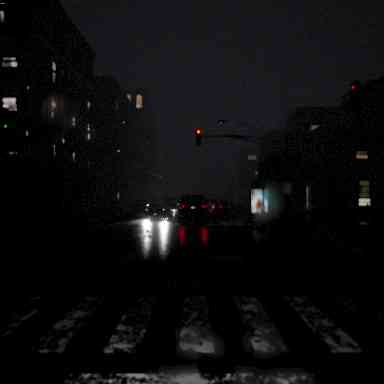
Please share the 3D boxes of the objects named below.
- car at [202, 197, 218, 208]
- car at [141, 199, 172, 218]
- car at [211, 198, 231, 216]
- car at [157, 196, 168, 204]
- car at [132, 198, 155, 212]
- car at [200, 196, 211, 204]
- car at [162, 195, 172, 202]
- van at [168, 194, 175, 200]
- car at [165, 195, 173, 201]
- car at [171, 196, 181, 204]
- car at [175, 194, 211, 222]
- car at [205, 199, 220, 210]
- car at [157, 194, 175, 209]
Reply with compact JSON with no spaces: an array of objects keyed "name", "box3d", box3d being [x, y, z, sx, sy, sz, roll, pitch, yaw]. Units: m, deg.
[{"name":"car","box3d":[2.628,1.535,49.231,2.008,1.369,4.403,0,0,0]},{"name":"car","box3d":[-3.134,1.583,30.425,1.895,1.301,4.718,0,0,0]},{"name":"car","box3d":[2.647,1.422,32.140,1.967,1.590,4.097,0,0,0]},{"name":"car","box3d":[-5.772,1.517,66.129,1.752,1.417,4.829,0,0,0]},{"name":"car","box3d":[-5.739,1.533,37.816,2.008,1.369,4.403,0,0,0]},{"name":"car","box3d":[2.609,1.542,66.321,2.008,1.369,4.403,-1,0,0]},{"name":"car","box3d":[-5.787,1.441,77.691,1.967,1.590,4.097,0,0,0]},{"name":"van","box3d":[-5.807,1.360,94.782,1.690,1.788,3.998,-1,0,0]},{"name":"car","box3d":[-5.792,1.531,83.218,1.752,1.417,4.829,-1,0,0]},{"name":"car","box3d":[-3.081,1.502,64.745,1.837,1.490,4.892,0,0,0]},{"name":"car","box3d":[0.081,1.204,26.089,2.150,2.045,5.566,0,0,0]},{"name":"car","box3d":[2.635,1.565,43.534,1.802,1.307,4.206,0,0,0]},{"name":"car","box3d":[-3.144,1.461,44.807,1.882,1.535,5.008,0,0,0]}]
